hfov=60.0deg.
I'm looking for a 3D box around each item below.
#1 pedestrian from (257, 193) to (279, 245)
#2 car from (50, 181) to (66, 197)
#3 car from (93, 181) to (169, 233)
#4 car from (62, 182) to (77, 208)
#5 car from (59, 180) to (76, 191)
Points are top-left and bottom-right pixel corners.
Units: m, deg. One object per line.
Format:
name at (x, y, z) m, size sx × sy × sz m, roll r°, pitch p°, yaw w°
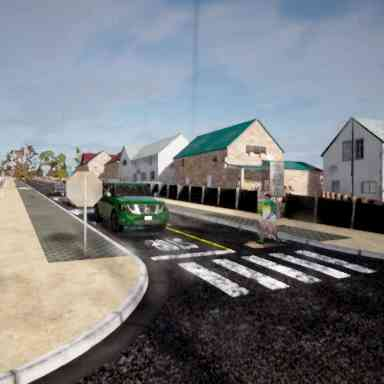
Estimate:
pedestrian at (2.691, 0.898, 11.722) m, size 0.375 × 1.860 × 0.375 m, roll 3°, pitch -2°, yaw -29°
car at (-14.459, -0.291, 36.414) m, size 2.033 × 1.411 × 5.357 m, roll 0°, pitch 3°, yaw -28°
car at (-2.993, 0.526, 15.309) m, size 2.150 × 2.045 × 5.566 m, roll 0°, pitch 3°, yaw -28°
car at (-8.116, 0.300, 24.721) m, size 1.837 × 1.490 × 4.892 m, roll 0°, pitch 2°, yaw -28°
car at (-19.047, -0.999, 50.755) m, size 1.812 × 1.442 × 4.674 m, roll 0°, pitch 3°, yaw -29°
